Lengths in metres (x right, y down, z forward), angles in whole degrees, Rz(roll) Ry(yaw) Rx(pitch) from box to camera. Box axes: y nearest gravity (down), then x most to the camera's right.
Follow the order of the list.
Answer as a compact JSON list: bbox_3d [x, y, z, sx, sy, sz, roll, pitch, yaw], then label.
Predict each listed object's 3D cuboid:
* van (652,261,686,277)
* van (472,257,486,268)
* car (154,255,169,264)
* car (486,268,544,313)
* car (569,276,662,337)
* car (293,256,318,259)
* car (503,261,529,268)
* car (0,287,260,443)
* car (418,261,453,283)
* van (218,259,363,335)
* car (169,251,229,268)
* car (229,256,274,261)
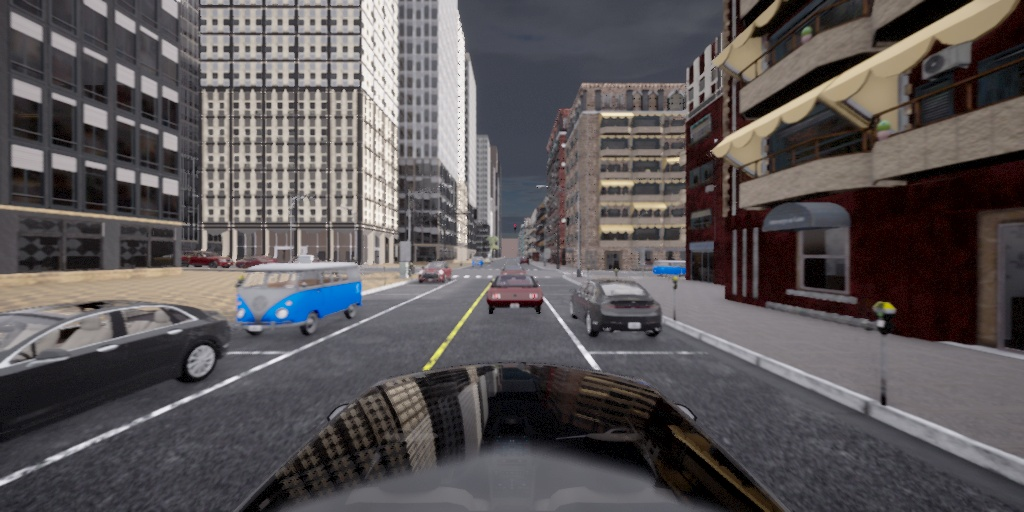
[{"bbox_3d":[16.899,1.387,37.719,3.998,1.789,1.690,0,0,0],"label":"van"},{"bbox_3d":[-5.711,0.992,59.468,1.690,1.789,3.998,0,0,0],"label":"van"},{"bbox_3d":[-43.716,0.378,46.078,4.829,1.417,1.751,0,0,0],"label":"car"},{"bbox_3d":[0.095,1.327,13.817,1.895,1.301,4.718,0,0,0],"label":"car"},{"bbox_3d":[2.686,1.284,10.051,2.007,1.370,4.403,0,0,0],"label":"car"},{"bbox_3d":[-21.160,0.751,37.756,4.097,1.591,1.967,0,0,0],"label":"car"},{"bbox_3d":[0.078,1.303,26.966,1.895,1.301,4.718,0,0,-1],"label":"car"},{"bbox_3d":[-5.692,1.295,4.400,2.007,1.370,4.403,0,0,0],"label":"car"},{"bbox_3d":[-5.700,1.142,26.994,1.967,1.591,4.097,0,0,0],"label":"car"},{"bbox_3d":[-5.694,1.074,10.048,1.690,1.789,3.998,0,0,0],"label":"van"},{"bbox_3d":[-32.309,0.411,37.726,5.009,1.841,2.192,0,0,0],"label":"car"},{"bbox_3d":[-26.735,0.786,37.741,4.207,1.307,1.802,0,0,0],"label":"car"}]
